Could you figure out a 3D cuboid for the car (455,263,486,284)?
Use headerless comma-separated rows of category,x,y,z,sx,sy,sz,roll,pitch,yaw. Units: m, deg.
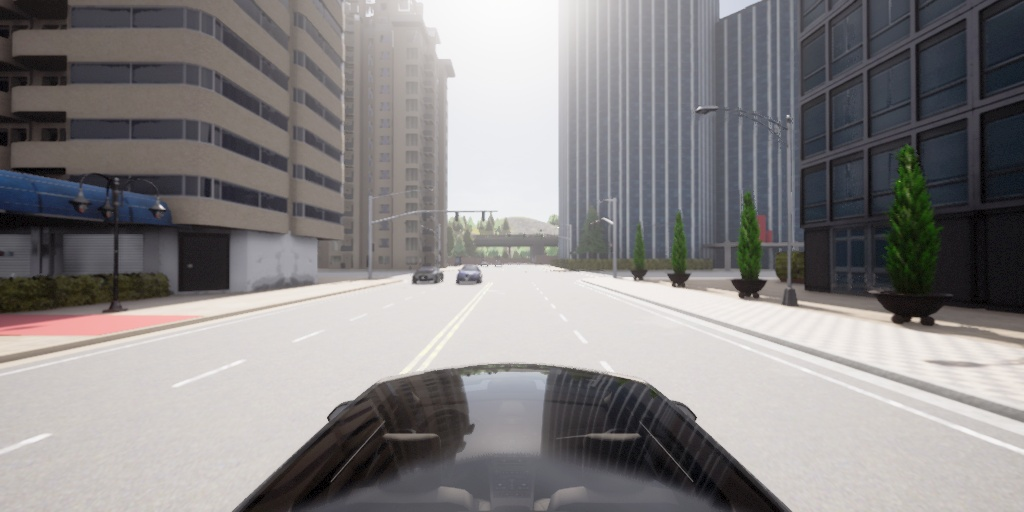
car,-3.525,1.540,30.250,1.812,1.442,4.674,0,-1,0

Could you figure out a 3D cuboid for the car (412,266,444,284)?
car,-7.025,1.580,30.339,1.994,1.385,4.181,0,-1,0
